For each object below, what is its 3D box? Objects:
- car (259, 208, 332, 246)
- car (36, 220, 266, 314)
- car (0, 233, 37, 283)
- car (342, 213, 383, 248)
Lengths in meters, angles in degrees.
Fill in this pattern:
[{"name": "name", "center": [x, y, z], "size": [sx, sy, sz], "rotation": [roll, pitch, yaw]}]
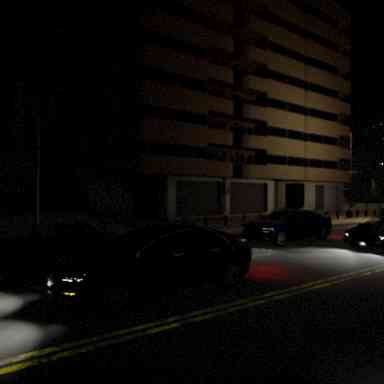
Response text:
[{"name": "car", "center": [4.613, 1.556, 15.808], "size": [5.008, 1.535, 1.882], "rotation": [0, 0, -35]}, {"name": "car", "center": [-0.733, 1.530, 7.751], "size": [4.892, 1.490, 1.837], "rotation": [1, -1, -35]}, {"name": "car", "center": [-4.008, 1.615, 9.720], "size": [4.718, 1.301, 1.895], "rotation": [0, 0, -35]}, {"name": "car", "center": [8.798, 1.643, 14.462], "size": [5.357, 1.411, 2.033], "rotation": [0, 0, -35]}]
